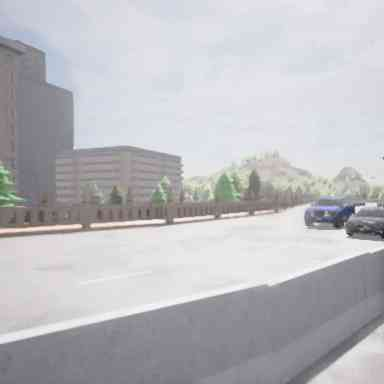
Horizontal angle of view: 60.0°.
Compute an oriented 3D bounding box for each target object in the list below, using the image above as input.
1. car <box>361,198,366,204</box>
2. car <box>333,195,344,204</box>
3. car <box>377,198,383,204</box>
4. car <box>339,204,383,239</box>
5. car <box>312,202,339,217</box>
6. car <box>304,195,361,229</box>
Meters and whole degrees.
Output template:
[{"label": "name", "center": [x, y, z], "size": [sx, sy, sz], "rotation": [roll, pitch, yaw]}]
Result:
[{"label": "car", "center": [29.945, 1.860, 59.559], "size": [1.837, 1.490, 4.892], "rotation": [0, 0, 25]}, {"label": "car", "center": [31.793, 1.585, 72.110], "size": [2.150, 2.045, 5.566], "rotation": [0, -1, 24]}, {"label": "car", "center": [31.039, 1.814, 53.552], "size": [1.837, 1.490, 4.892], "rotation": [0, 0, 25]}, {"label": "car", "center": [9.970, 1.601, 18.166], "size": [1.837, 1.490, 4.892], "rotation": [0, 0, 42]}, {"label": "car", "center": [14.336, 1.788, 35.660], "size": [1.994, 1.385, 4.181], "rotation": [0, -1, 31]}, {"label": "car", "center": [9.779, 1.353, 23.225], "size": [2.150, 2.045, 5.566], "rotation": [0, 0, 40]}]
